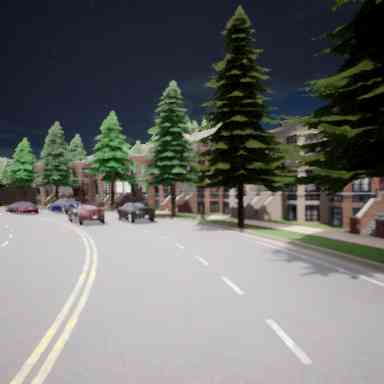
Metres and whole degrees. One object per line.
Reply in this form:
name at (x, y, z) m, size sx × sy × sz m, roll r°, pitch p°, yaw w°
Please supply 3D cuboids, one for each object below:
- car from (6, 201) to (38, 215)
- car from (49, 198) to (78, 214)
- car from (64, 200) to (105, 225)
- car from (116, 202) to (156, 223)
car at (-18.578, 1.696, 36.291) m, size 4.181 × 1.385 × 1.994 m, roll 0°, pitch 0°, yaw 39°
car at (-14.108, 1.447, 37.071) m, size 4.553 × 1.767 × 2.097 m, roll 0°, pitch 0°, yaw 42°
car at (-7.881, 1.577, 24.767) m, size 1.812 × 1.442 × 4.674 m, roll 0°, pitch 0°, yaw -33°
car at (-4.456, 1.528, 25.865) m, size 1.837 × 1.490 × 4.892 m, roll 0°, pitch 0°, yaw -31°
